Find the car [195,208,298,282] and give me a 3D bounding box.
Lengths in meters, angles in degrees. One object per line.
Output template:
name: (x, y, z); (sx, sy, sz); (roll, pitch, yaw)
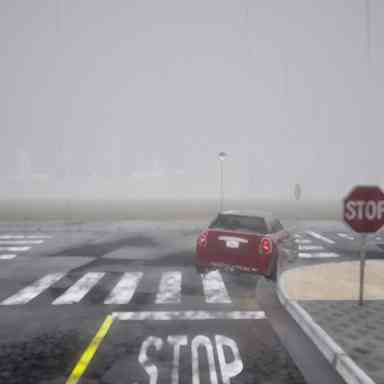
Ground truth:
car: (1.841, 1.357, 9.979); (2.097, 1.767, 4.553); (3, -1, 24)
